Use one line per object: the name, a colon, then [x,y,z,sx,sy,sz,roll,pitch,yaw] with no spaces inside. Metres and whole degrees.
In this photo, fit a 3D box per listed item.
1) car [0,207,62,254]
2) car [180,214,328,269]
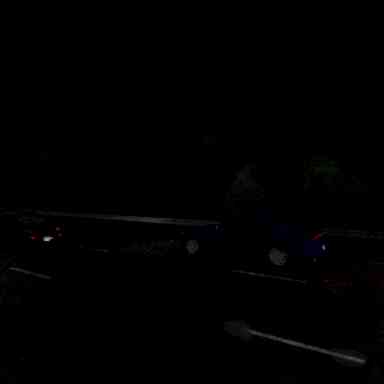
car: [-7.120,1.516,13.366,4.674,1.442,1.812,0,0,35]
car: [1.878,1.474,11.249,5.008,1.535,1.882,0,0,35]
